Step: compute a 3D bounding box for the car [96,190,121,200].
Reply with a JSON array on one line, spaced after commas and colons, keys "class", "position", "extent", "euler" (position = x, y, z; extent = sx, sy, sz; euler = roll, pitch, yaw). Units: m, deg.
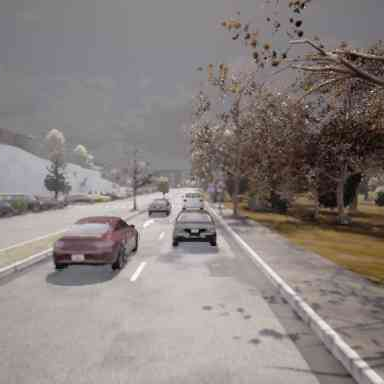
[{"class": "car", "position": [-16.814, 0.722, 62.377], "extent": [5.566, 2.045, 2.435], "euler": [-1, 0, -20]}]

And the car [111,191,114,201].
[{"class": "car", "position": [-16.842, 1.049, 59.361], "extent": [4.674, 1.452, 2.002], "euler": [-1, 0, -20]}]

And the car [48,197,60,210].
[{"class": "car", "position": [-16.848, 1.287, 35.341], "extent": [4.674, 1.452, 2.002], "euler": [-1, 1, -20]}]

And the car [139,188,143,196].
[{"class": "car", "position": [-16.792, 0.368, 92.397], "extent": [4.792, 1.488, 2.163], "euler": [-1, 1, -20]}]

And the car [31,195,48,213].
[{"class": "car", "position": [-16.827, 1.149, 32.367], "extent": [4.553, 1.767, 2.185], "euler": [-1, 1, -20]}]

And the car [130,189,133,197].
[{"class": "car", "position": [-16.830, 0.749, 77.385], "extent": [4.674, 1.452, 2.002], "euler": [-1, 1, -20]}]

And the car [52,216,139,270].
[{"class": "car", "position": [-2.913, 1.495, 10.781], "extent": [1.812, 1.442, 4.674], "euler": [0, 0, 0]}]

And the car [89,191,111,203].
[{"class": "car", "position": [-17.012, 1.044, 56.288], "extent": [5.366, 1.575, 1.946], "euler": [-1, 1, -20]}]

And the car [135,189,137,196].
[{"class": "car", "position": [-16.826, 0.607, 83.383], "extent": [4.674, 1.452, 2.002], "euler": [-1, 1, -20]}]

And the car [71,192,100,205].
[{"class": "car", "position": [-16.818, 1.133, 50.365], "extent": [4.792, 1.488, 2.163], "euler": [-1, 0, -20]}]

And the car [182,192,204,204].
[{"class": "car", "position": [0.099, 0.979, 35.170], "extent": [2.150, 2.045, 5.566], "euler": [0, 0, 0]}]

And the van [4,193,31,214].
[{"class": "van", "position": [-16.968, 1.080, 29.332], "extent": [4.442, 1.987, 1.878], "euler": [-1, 1, -20]}]

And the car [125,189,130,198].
[{"class": "car", "position": [-16.859, 0.577, 71.356], "extent": [5.566, 2.045, 2.435], "euler": [-1, 1, -20]}]

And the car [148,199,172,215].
[{"class": "car", "position": [-2.900, 1.344, 30.773], "extent": [2.033, 1.411, 5.357], "euler": [0, 1, 0]}]

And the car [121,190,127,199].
[{"class": "car", "position": [-16.661, 0.874, 68.433], "extent": [5.366, 1.575, 1.946], "euler": [-1, 1, -20]}]

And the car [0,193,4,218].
[{"class": "car", "position": [-16.838, 1.109, 23.423], "extent": [5.566, 2.045, 2.435], "euler": [-1, 0, -20]}]

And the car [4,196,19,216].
[{"class": "car", "position": [-16.852, 1.333, 26.394], "extent": [4.892, 1.521, 2.231], "euler": [-1, 1, -20]}]

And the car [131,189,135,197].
[{"class": "car", "position": [-16.857, 0.513, 80.369], "extent": [4.553, 1.767, 2.185], "euler": [-1, 1, -20]}]

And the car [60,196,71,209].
[{"class": "car", "position": [-16.825, 1.247, 38.360], "extent": [4.792, 1.488, 2.163], "euler": [-1, 0, -20]}]

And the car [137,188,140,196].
[{"class": "car", "position": [-16.814, 0.493, 86.381], "extent": [5.008, 1.535, 2.097], "euler": [-1, 2, -20]}]

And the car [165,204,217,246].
[{"class": "car", "position": [0.100, 1.487, 15.005], "extent": [2.033, 1.411, 5.357], "euler": [0, 0, 0]}]
